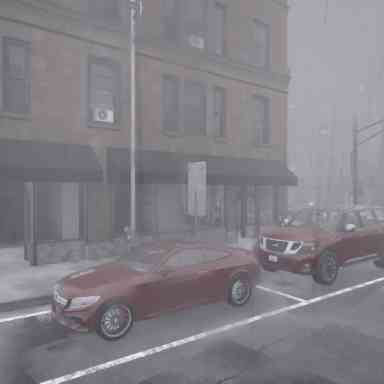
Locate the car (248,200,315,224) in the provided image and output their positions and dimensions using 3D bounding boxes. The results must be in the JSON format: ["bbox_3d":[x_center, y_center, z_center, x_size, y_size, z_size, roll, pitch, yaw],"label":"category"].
[{"bbox_3d":[6.844,1.487,25.904,1.882,1.535,5.008,0,0,-35],"label":"car"}]

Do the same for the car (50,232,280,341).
[{"bbox_3d":[-0.461,1.582,6.435,4.206,1.307,1.802,0,0,-35],"label":"car"}]

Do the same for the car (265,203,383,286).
[{"bbox_3d":[4.038,1.315,9.639,5.009,1.841,2.192,0,0,-35],"label":"car"}]
